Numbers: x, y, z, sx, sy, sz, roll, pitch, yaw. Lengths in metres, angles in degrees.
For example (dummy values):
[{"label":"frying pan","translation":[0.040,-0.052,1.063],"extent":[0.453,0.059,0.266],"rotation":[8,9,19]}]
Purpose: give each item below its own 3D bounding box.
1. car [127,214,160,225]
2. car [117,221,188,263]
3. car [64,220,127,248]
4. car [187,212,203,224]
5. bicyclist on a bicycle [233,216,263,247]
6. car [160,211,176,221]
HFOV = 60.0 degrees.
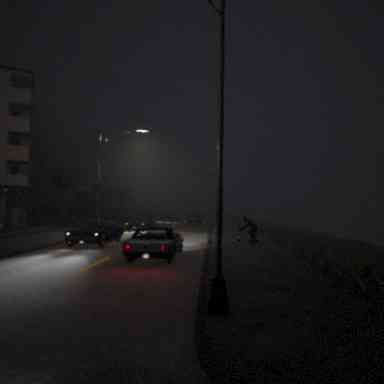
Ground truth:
[{"label":"car","translation":[-4.602,2.694,30.263],"extent":[2.033,1.411,5.357],"rotation":[1,-2,4]},{"label":"car","translation":[-1.511,2.172,14.516],"extent":[1.895,1.301,4.718],"rotation":[1,-2,5]},{"label":"car","translation":[-5.343,2.266,18.700],"extent":[1.895,1.301,4.718],"rotation":[1,-2,4]},{"label":"car","translation":[0.370,3.277,42.276],"extent":[2.033,1.411,5.357],"rotation":[1,-2,4]},{"label":"bicyclist on a bicycle","translation":[3.028,2.147,17.949],"extent":[1.656,1.620,0.582],"rotation":[1,-2,4]},{"label":"car","translation":[-3.405,3.414,47.523],"extent":[2.033,1.411,5.357],"rotation":[1,-2,4]}]
